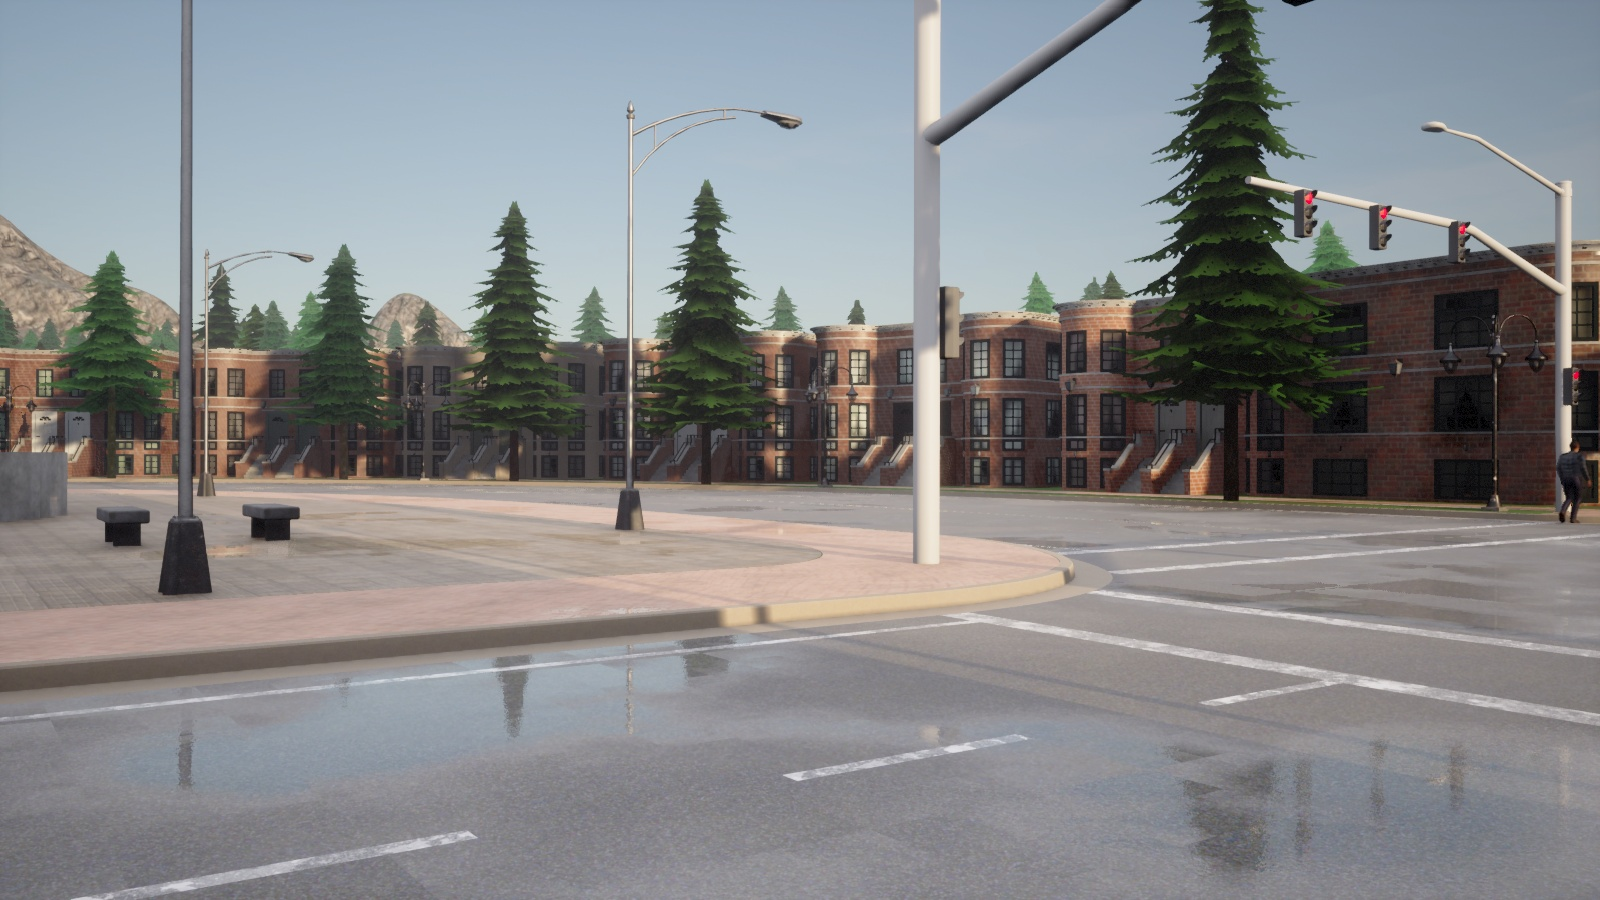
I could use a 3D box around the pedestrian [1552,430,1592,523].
[{"bbox_3d":[16.422,0.564,26.701,0.788,1.949,0.423,0,0,-33],"label":"pedestrian"}]
